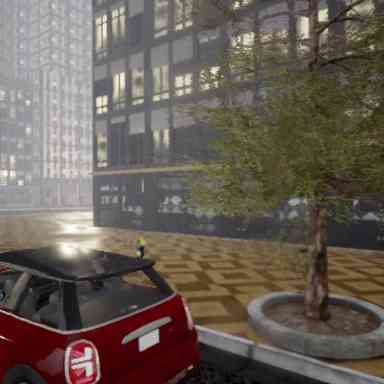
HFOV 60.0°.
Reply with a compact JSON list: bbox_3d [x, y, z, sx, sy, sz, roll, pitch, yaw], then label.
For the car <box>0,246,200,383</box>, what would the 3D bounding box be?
[{"bbox_3d":[-1.989,1.433,4.305,4.097,1.590,1.967,0,0,36],"label":"car"}]
